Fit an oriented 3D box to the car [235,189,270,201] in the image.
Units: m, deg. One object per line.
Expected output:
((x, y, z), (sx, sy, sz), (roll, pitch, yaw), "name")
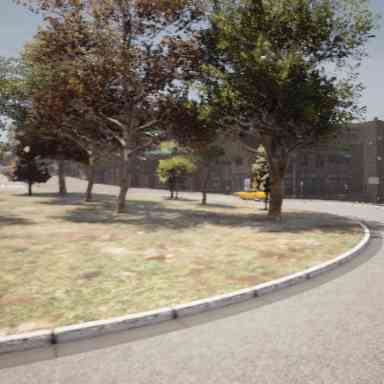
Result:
((7.934, 0.330, 44.001), (1.882, 1.535, 5.008), (-1, 4, -43), "car")
